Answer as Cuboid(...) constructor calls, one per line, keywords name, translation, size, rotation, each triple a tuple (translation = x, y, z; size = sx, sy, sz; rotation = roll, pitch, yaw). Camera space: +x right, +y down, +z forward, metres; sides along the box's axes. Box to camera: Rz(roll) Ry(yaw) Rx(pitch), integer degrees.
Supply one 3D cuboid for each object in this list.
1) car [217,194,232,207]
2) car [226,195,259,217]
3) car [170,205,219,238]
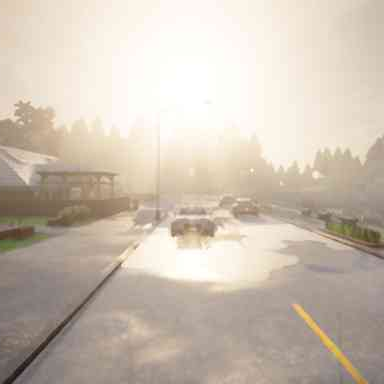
Cuboid(name="car", translation=(4.153, 1.000, 39.727), size=(1.837, 1.490, 4.892), rotation=(0, 1, 1))
Cuboid(name="car", translation=(4.133, 1.223, 26.917), size=(1.994, 1.385, 4.181), rotation=(0, 1, 0))
Cuboid(name="car", translation=(0.042, 1.354, 16.139), size=(1.994, 1.385, 4.181), rotation=(0, 1, 0))
